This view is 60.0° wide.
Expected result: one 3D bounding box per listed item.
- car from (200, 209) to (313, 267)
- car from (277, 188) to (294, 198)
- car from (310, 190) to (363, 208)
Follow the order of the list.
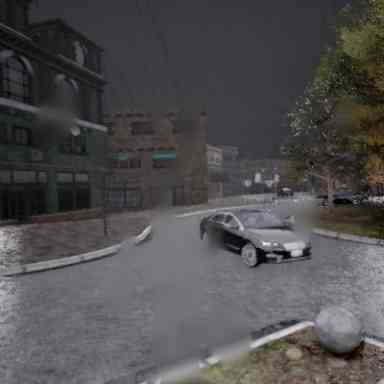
[{"bbox_3d":[1.881,1.360,11.198,2.128,1.511,4.902,-2,1,-22],"label":"car"},{"bbox_3d":[15.169,0.072,54.144,1.882,1.535,5.008,-2,0,4],"label":"car"},{"bbox_3d":[13.250,0.576,30.581,4.902,1.511,2.128,-2,1,-12],"label":"car"}]
